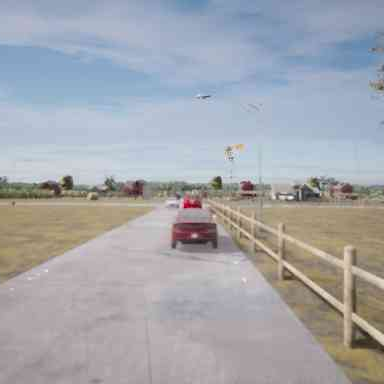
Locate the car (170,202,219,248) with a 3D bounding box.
[{"bbox_3d":[0.100,1.453,14.799,1.882,1.535,5.008,0,0,0],"label":"car"}]

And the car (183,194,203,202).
[{"bbox_3d":[0.063,1.224,39.700,2.150,2.045,5.566,0,0,0],"label":"car"}]

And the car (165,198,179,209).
[{"bbox_3d":[-2.755,1.557,47.114,1.812,1.442,4.674,0,0,0],"label":"car"}]
